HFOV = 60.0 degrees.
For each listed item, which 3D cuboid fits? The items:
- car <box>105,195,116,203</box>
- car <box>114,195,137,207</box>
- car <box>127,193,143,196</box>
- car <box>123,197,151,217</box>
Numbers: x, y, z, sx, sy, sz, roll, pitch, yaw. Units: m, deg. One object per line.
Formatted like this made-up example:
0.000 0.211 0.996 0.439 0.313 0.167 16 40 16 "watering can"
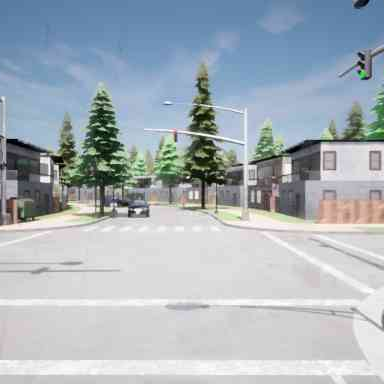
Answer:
-16.507 1.318 66.785 2.097 1.767 4.553 0 0 -45 "car"
-9.840 1.566 49.315 1.895 1.301 4.718 0 0 -24 "car"
-10.391 1.187 58.441 2.150 2.045 5.566 0 0 -36 "car"
-4.839 1.457 30.567 2.128 1.511 4.902 0 0 -7 "car"
